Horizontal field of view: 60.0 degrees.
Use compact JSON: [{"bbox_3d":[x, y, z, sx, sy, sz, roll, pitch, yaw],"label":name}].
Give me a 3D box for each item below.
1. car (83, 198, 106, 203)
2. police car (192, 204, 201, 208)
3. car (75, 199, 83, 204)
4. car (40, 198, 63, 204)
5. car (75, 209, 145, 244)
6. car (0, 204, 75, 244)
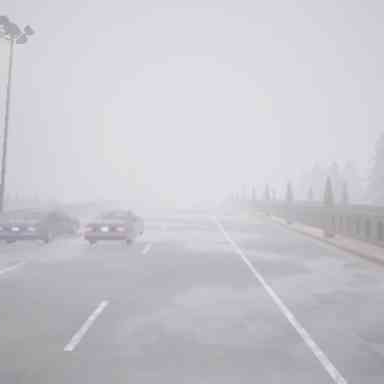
[{"bbox_3d":[-14.066,1.639,49.994,2.033,1.411,5.357,0,-2,1],"label":"car"},{"bbox_3d":[1.041,3.410,73.438,1.930,1.638,5.238,0,-6,0],"label":"police car"},{"bbox_3d":[-17.557,1.831,54.365,1.812,1.442,4.674,0,-3,0],"label":"car"},{"bbox_3d":[-21.067,1.583,49.999,2.128,1.511,4.902,0,-2,0],"label":"car"},{"bbox_3d":[-3.402,1.493,15.464,2.033,1.411,5.357,0,0,0],"label":"car"},{"bbox_3d":[-6.902,1.492,15.510,2.033,1.411,5.357,0,0,0],"label":"car"}]
